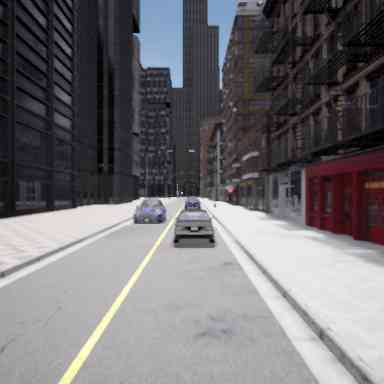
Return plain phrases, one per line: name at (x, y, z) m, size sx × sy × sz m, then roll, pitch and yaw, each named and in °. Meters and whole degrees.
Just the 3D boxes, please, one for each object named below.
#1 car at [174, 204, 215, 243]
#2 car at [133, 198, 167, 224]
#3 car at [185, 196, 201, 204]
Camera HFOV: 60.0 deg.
car at (0.097, 1.548, 16.169) m, size 2.033 × 1.411 × 5.357 m, roll 0°, pitch 0°, yaw 0°
car at (-3.062, 1.357, 24.936) m, size 2.097 × 1.767 × 4.553 m, roll 0°, pitch 0°, yaw 0°
car at (0.093, 1.378, 45.343) m, size 2.097 × 1.767 × 4.553 m, roll 0°, pitch 0°, yaw 0°
